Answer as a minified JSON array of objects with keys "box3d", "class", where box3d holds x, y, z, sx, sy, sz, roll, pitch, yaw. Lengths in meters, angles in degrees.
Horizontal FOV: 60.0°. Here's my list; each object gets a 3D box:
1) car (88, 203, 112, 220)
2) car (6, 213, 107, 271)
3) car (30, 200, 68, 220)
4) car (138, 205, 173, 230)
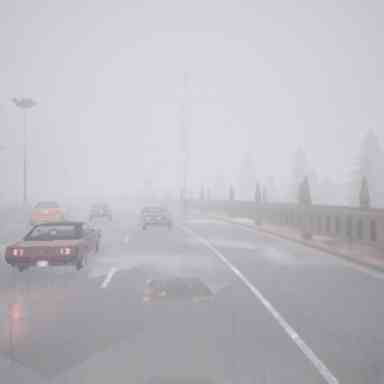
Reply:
[{"box3d":[-7.971,1.622,28.872,2.033,1.411,5.357,0,0,-17],"class":"car"},{"box3d":[-4.250,1.626,11.095,1.895,1.301,4.718,0,0,-7],"class":"car"},{"box3d":[-10.475,1.435,24.678,2.097,1.767,4.553,0,0,-15],"class":"car"},{"box3d":[-2.447,1.575,21.593,2.033,1.411,5.357,0,0,-12],"class":"car"}]
